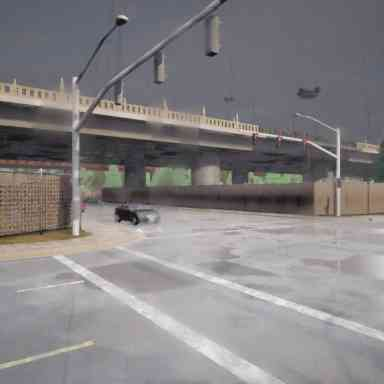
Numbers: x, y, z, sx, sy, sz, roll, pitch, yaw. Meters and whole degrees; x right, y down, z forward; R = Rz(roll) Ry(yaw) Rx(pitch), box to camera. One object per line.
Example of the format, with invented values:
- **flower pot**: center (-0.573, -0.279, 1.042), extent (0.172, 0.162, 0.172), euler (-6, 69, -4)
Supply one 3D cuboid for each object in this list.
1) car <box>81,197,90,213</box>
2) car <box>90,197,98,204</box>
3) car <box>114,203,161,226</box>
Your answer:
- **car**: center (-13.849, 1.280, 37.690), extent (2.150, 2.045, 5.566), euler (0, 0, -36)
- **car**: center (-19.747, 1.619, 64.291), extent (1.994, 1.385, 4.181), euler (0, 0, -36)
- **car**: center (-4.027, 1.547, 23.942), extent (2.128, 1.511, 4.902), euler (0, 0, -35)
